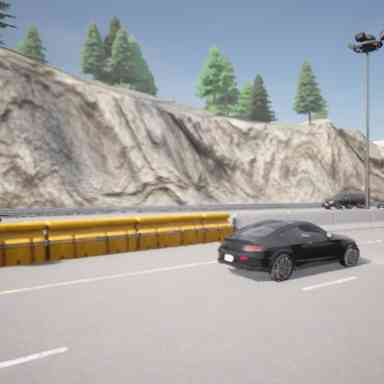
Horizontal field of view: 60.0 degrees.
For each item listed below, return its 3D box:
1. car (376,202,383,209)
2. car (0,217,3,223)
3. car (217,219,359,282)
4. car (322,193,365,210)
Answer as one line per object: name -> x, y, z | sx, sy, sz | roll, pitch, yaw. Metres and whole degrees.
car -> 23.925, 1.543, 39.416 | 4.181, 1.385, 1.994 | 0, 0, -20
car -> -14.233, 1.490, 19.555 | 5.357, 1.411, 2.033 | 0, 0, -35
car -> 2.886, 1.514, 9.698 | 4.674, 1.442, 1.812 | 0, 0, -32
car -> 18.885, 1.188, 41.294 | 5.566, 2.045, 2.150 | 0, 0, -21
